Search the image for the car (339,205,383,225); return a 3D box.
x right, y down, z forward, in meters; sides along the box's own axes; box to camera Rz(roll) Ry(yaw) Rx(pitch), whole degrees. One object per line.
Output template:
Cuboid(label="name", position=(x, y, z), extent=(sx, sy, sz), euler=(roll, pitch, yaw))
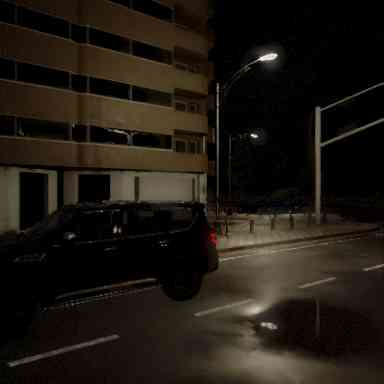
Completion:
Cuboid(label="car", position=(13.460, 1.644, 24.682), extent=(1.895, 1.301, 4.718), euler=(0, -1, -25))

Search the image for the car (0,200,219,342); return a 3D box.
Cuboid(label="car", position=(-1.982, 1.221, 6.843), extent=(5.566, 2.045, 2.150), euler=(0, 0, -35))

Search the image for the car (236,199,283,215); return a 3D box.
Cuboid(label="car", position=(6.747, 1.555, 35.170), extent=(1.837, 1.490, 4.892), euler=(0, 1, -36))

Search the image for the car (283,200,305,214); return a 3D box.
Cuboid(label="car", position=(10.112, 1.580, 36.524), extent=(1.812, 1.442, 4.674), euler=(0, 0, -36))
